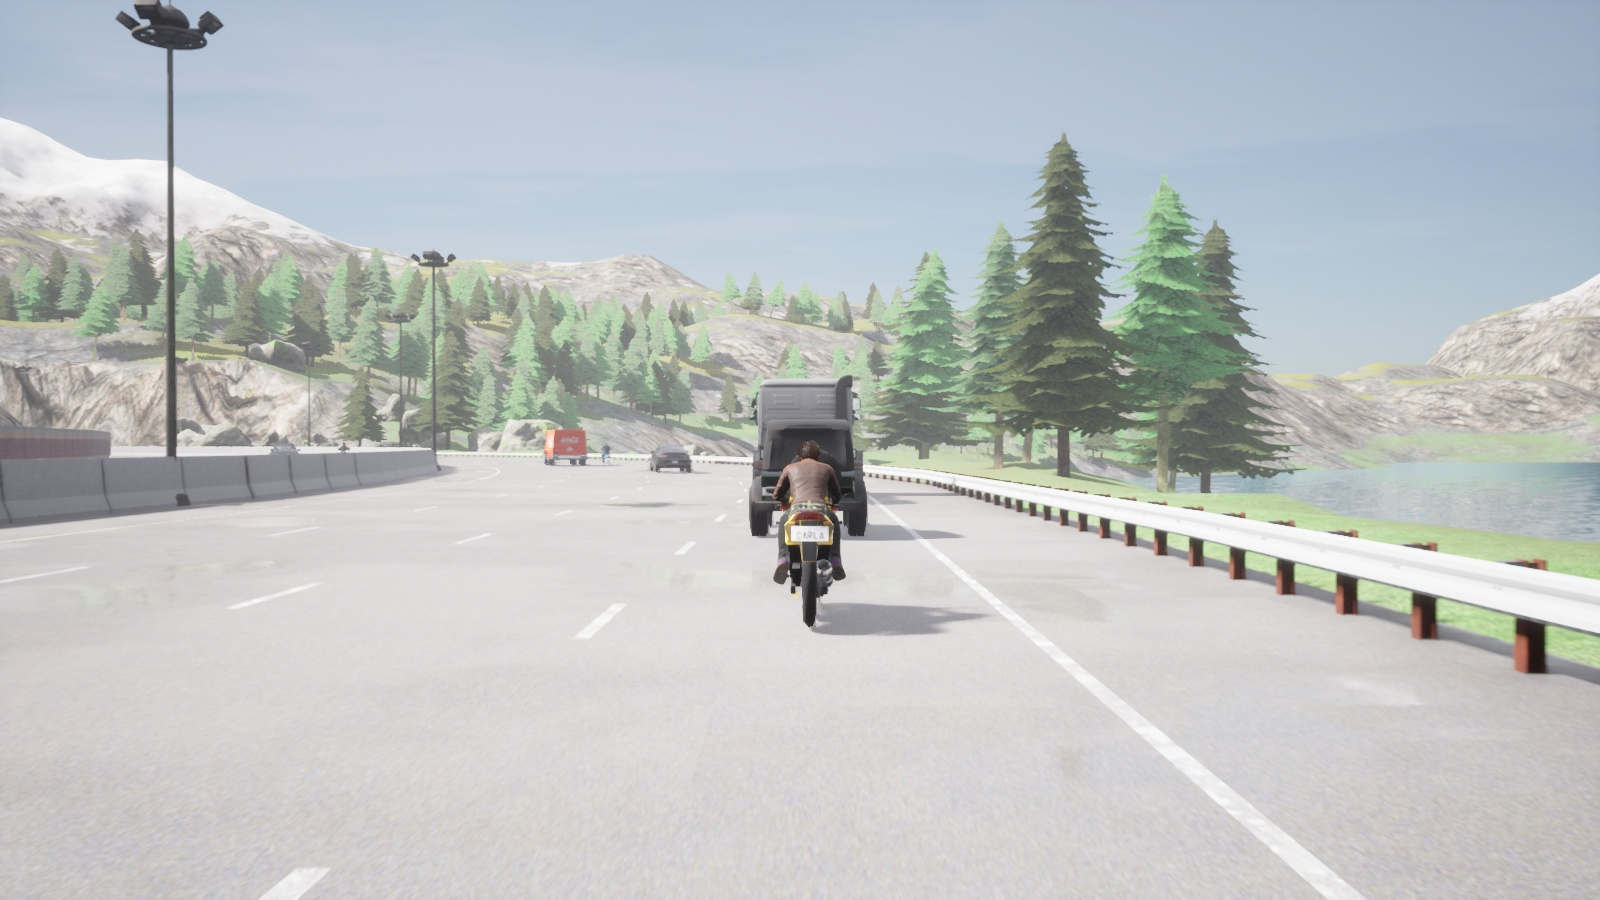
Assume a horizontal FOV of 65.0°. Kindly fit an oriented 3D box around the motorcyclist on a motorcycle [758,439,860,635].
[{"bbox_3d":[0.077,0.673,10.817,0.797,1.523,2.044,0,0,0],"label":"motorcyclist on a motorcycle"}]

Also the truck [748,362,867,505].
[{"bbox_3d":[0.160,-0.413,34.391,2.891,3.462,7.936,0,0,0],"label":"truck"}]

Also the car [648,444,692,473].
[{"bbox_3d":[-6.824,0.428,65.667,1.812,1.442,4.674,0,0,-12],"label":"car"}]

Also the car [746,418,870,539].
[{"bbox_3d":[0.137,0.432,21.331,1.905,1.878,3.866,0,0,0],"label":"car"}]

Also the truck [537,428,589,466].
[{"bbox_3d":[-16.208,-0.196,85.731,2.627,2.467,5.204,0,0,-20],"label":"truck"}]

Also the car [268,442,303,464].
[{"bbox_3d":[-37.320,0.203,90.983,2.128,1.511,4.902,0,0,-25],"label":"car"}]
